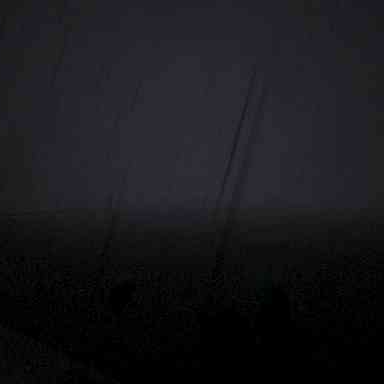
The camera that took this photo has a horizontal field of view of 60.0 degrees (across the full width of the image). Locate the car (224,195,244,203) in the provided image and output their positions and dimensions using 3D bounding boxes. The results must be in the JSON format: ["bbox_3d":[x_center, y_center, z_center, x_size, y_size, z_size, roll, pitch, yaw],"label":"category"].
[{"bbox_3d":[8.873,1.490,69.426,2.128,1.511,4.902,0,0,35],"label":"car"}]

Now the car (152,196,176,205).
[{"bbox_3d":[-4.658,1.478,56.163,1.882,1.535,5.008,0,0,35],"label":"car"}]

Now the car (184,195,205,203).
[{"bbox_3d":[0.580,1.477,69.777,1.882,1.535,5.008,0,0,35],"label":"car"}]

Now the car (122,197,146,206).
[{"bbox_3d":[-9.636,1.563,55.146,1.994,1.385,4.181,0,0,35],"label":"car"}]

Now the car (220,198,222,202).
[{"bbox_3d":[4.674,1.477,69.526,1.882,1.535,5.008,0,0,35],"label":"car"}]

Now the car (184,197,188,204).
[{"bbox_3d":[0.630,1.477,57.621,1.882,1.535,5.008,0,0,35],"label":"car"}]

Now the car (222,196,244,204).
[{"bbox_3d":[7.995,1.601,62.230,1.895,1.301,4.718,0,0,35],"label":"car"}]

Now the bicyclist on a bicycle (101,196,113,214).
[{"bbox_3d":[-8.025,1.156,31.722,1.656,1.620,0.582,33,17,27],"label":"bicyclist on a bicycle"}]

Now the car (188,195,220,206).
[{"bbox_3d":[2.031,1.478,53.612,1.882,1.535,5.008,0,0,35],"label":"car"}]
